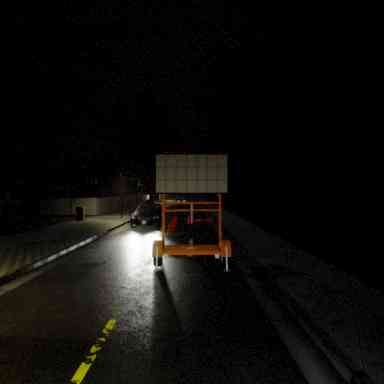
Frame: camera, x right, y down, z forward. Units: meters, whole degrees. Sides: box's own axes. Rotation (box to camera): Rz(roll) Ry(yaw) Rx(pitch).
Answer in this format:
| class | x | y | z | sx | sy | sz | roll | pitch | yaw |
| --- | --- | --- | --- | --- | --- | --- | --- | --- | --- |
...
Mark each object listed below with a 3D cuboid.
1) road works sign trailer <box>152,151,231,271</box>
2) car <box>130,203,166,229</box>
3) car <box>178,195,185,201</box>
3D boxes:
| class | x | y | z | sx | sy | sz | roll | pitch | yaw |
| --- | --- | --- | --- | --- | --- | --- | --- | --- | --- |
| road works sign trailer | -0.008 | 0.464 | 10.841 | 2.380 | 3.560 | 2.880 | 0 | 0 | 0 |
| car | -2.766 | 1.494 | 21.637 | 2.128 | 1.511 | 4.902 | 0 | 0 | 0 |
| car | -2.823 | 1.578 | 90.841 | 1.837 | 1.490 | 4.892 | 0 | 0 | 0 |
